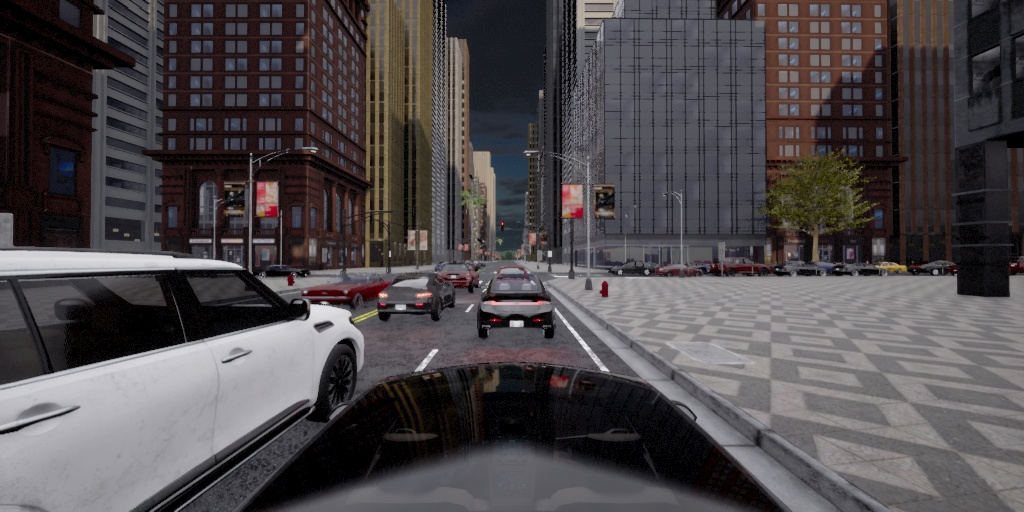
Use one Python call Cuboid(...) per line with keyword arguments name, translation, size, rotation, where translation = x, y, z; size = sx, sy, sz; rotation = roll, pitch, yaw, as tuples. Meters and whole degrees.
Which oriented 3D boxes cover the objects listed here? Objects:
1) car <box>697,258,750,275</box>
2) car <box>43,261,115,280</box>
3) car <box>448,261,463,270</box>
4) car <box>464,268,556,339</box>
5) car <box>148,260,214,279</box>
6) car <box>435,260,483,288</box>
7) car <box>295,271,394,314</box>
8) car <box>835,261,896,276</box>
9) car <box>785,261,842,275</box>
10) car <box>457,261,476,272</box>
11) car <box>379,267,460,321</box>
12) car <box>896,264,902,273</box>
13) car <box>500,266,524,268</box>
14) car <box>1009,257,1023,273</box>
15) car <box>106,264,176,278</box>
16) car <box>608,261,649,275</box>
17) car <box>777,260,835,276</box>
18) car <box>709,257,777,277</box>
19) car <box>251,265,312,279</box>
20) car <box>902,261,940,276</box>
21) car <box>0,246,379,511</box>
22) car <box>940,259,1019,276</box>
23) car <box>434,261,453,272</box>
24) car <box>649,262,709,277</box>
Cuboid(name="car", translation=(22.871, 1.139, 38.873), size=(4.553, 1.767, 2.097), rotation=(0, -1, -1))
Cuboid(name="car", translation=(-42.269, 1.369, 35.046), size=(4.553, 1.767, 2.097), rotation=(0, -1, 1))
Cuboid(name="car", translation=(-9.811, 1.571, 62.948), size=(1.812, 1.442, 4.674), rotation=(0, 0, 1))
Cuboid(name="car", translation=(0.099, 1.248, 10.124), size=(2.128, 1.511, 4.902), rotation=(0, 0, 0))
Cuboid(name="car", translation=(-32.215, 1.322, 35.023), size=(4.553, 1.767, 2.097), rotation=(0, -1, 0))
Cuboid(name="car", translation=(-3.148, 1.141, 21.417), size=(2.097, 1.767, 4.553), rotation=(0, 0, 0))
Cuboid(name="car", translation=(-6.600, 1.367, 14.834), size=(1.895, 1.301, 4.718), rotation=(0, 0, 0))
Cuboid(name="car", translation=(32.231, 1.258, 33.241), size=(4.313, 1.339, 1.948), rotation=(0, 0, -1))
Cuboid(name="car", translation=(32.780, 1.286, 39.016), size=(4.674, 1.442, 1.812), rotation=(0, -1, -1))
Cuboid(name="car", translation=(-6.594, 1.461, 52.251), size=(2.128, 1.511, 4.902), rotation=(0, 0, 0))
Cuboid(name="car", translation=(-3.149, 1.287, 12.437), size=(1.812, 1.442, 4.674), rotation=(0, 0, 0))
Cuboid(name="car", translation=(43.211, 1.294, 41.936), size=(4.829, 1.417, 1.751), rotation=(0, 0, -1))
Cuboid(name="car", translation=(0.001, 1.259, 19.625), size=(1.882, 1.535, 5.008), rotation=(0, 0, 0))
Cuboid(name="car", translation=(49.145, 0.971, 33.502), size=(5.009, 1.841, 2.192), rotation=(0, 0, -1))
Cuboid(name="car", translation=(-39.505, 1.589, 38.230), size=(5.357, 1.411, 2.033), rotation=(0, -1, 0))
Cuboid(name="car", translation=(12.848, 1.326, 38.718), size=(4.892, 1.490, 1.837), rotation=(0, -1, -1))
Cuboid(name="car", translation=(26.594, 1.274, 33.154), size=(4.313, 1.339, 1.948), rotation=(0, 0, -1))
Cuboid(name="car", translation=(20.957, 1.040, 33.067), size=(5.009, 1.841, 2.192), rotation=(0, 0, -1))
Cuboid(name="car", translation=(-22.397, 1.526, 35.011), size=(4.718, 1.301, 1.895), rotation=(0, -1, -3))
Cuboid(name="car", translation=(42.856, 1.204, 36.031), size=(4.892, 1.490, 1.837), rotation=(0, -1, -1))
Cuboid(name="car", translation=(-3.155, 0.971, 2.658), size=(2.150, 2.045, 5.566), rotation=(0, 0, 0))
Cuboid(name="car", translation=(43.507, 1.212, 33.416), size=(4.507, 1.381, 1.888), rotation=(0, 0, -1))
Cuboid(name="car", translation=(-9.834, 1.494, 51.977), size=(1.812, 1.442, 4.674), rotation=(0, 0, 0))
Cuboid(name="car", translation=(15.318, 1.326, 32.980), size=(4.207, 1.307, 1.802), rotation=(0, 0, -1))
